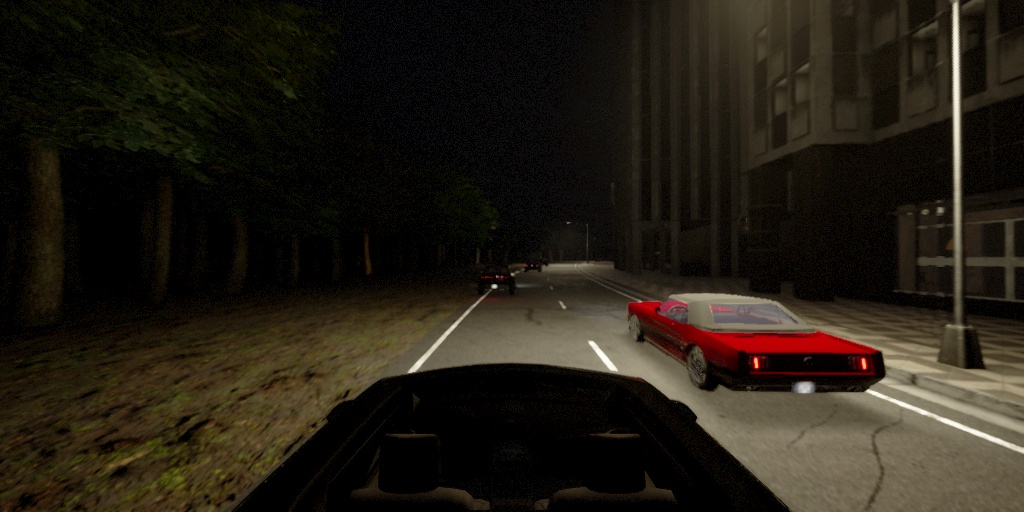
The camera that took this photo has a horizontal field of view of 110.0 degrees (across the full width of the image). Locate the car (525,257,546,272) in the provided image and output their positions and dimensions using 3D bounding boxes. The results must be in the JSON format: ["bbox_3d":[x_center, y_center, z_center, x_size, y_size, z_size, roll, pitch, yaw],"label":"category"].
[{"bbox_3d":[2.562,1.118,42.308,2.033,1.411,5.357,0,0,8],"label":"car"}]

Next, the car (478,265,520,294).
[{"bbox_3d":[-0.714,1.201,19.578,1.837,1.490,4.892,0,0,3],"label":"car"}]

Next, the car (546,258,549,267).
[{"bbox_3d":[4.880,0.933,58.542,1.882,1.535,5.008,0,0,11],"label":"car"}]

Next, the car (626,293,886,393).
[{"bbox_3d":[3.677,1.345,6.681,1.895,1.301,4.718,0,0,1],"label":"car"}]
